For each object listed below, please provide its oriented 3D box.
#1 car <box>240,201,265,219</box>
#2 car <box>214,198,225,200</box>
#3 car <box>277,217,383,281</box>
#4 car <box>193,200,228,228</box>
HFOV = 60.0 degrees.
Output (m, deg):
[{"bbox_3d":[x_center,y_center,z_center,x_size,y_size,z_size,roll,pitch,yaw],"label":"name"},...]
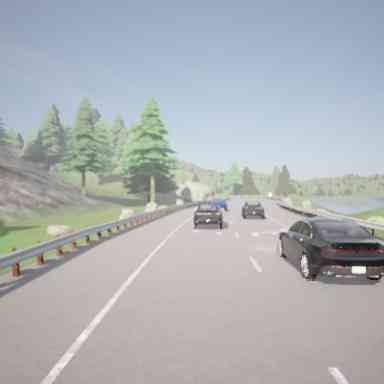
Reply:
[{"bbox_3d":[5.407,1.534,29.906,2.128,1.511,4.902,0,0,6],"label":"car"},{"bbox_3d":[3.435,1.531,41.592,1.882,1.535,5.008,0,0,8],"label":"car"},{"bbox_3d":[3.875,1.522,9.953,1.837,1.490,4.892,0,0,2],"label":"car"},{"bbox_3d":[1.140,1.519,22.338,2.128,1.511,4.902,0,0,5],"label":"car"}]
